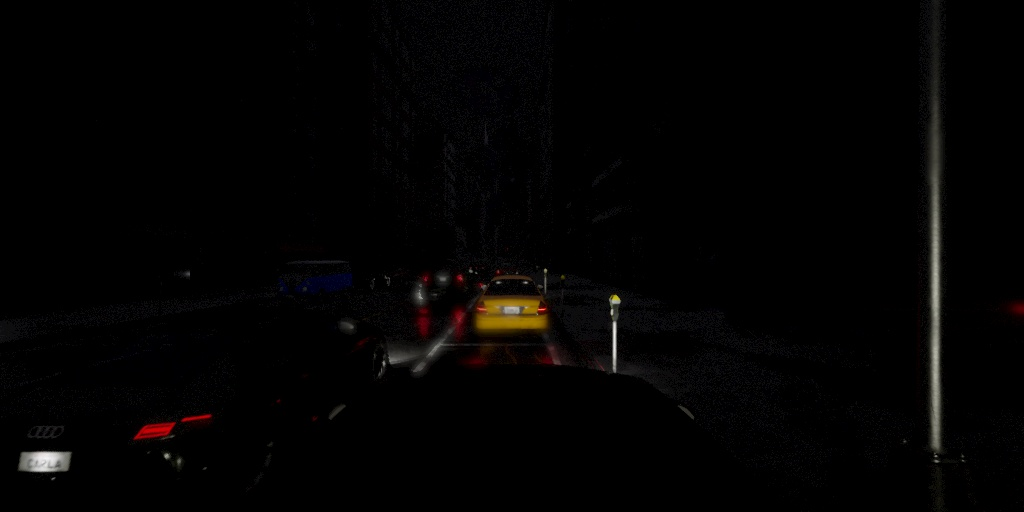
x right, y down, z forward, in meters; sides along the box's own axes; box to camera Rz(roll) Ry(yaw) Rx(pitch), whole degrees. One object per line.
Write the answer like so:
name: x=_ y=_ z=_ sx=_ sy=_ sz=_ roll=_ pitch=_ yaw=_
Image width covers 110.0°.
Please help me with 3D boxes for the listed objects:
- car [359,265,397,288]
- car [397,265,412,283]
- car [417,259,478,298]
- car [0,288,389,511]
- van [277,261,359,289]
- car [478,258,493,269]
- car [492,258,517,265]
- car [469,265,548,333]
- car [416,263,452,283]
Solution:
car: x=-8.813 y=1.317 z=21.829 sx=1.948 sy=1.339 sz=4.313 roll=0 pitch=0 yaw=0
car: x=-8.813 y=1.335 z=27.331 sx=1.802 sy=1.307 sz=4.207 roll=0 pitch=0 yaw=0
car: x=-3.146 y=1.102 z=18.464 sx=2.097 sy=1.767 sz=4.553 roll=0 pitch=0 yaw=0
car: x=-3.050 y=1.313 z=4.351 sx=1.994 sy=1.385 sz=4.181 roll=0 pitch=0 yaw=0
van: x=-8.813 y=1.091 z=16.328 sx=1.690 sy=1.789 sz=3.998 roll=0 pitch=0 yaw=0
car: x=-3.052 y=1.246 z=33.061 sx=2.128 sy=1.511 sz=4.902 roll=0 pitch=0 yaw=0
car: x=-0.288 y=1.193 z=27.330 sx=1.967 sy=1.591 sz=4.097 roll=0 pitch=0 yaw=0
car: x=0.005 y=1.207 z=10.690 sx=1.801 sy=1.575 sz=5.366 roll=0 pitch=0 yaw=0
car: x=-6.243 y=1.317 z=29.117 sx=1.994 sy=1.385 sz=4.181 roll=0 pitch=0 yaw=0
